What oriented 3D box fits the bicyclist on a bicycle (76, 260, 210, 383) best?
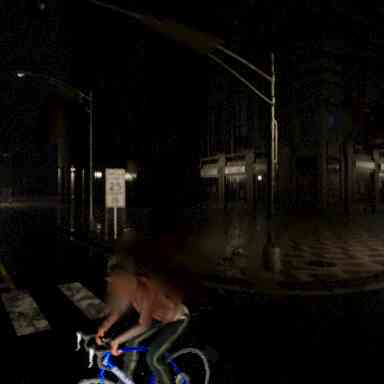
[{"bbox_3d":[-0.487,1.441,3.059,1.656,1.620,0.582,0,1,-35],"label":"bicyclist on a bicycle"}]
